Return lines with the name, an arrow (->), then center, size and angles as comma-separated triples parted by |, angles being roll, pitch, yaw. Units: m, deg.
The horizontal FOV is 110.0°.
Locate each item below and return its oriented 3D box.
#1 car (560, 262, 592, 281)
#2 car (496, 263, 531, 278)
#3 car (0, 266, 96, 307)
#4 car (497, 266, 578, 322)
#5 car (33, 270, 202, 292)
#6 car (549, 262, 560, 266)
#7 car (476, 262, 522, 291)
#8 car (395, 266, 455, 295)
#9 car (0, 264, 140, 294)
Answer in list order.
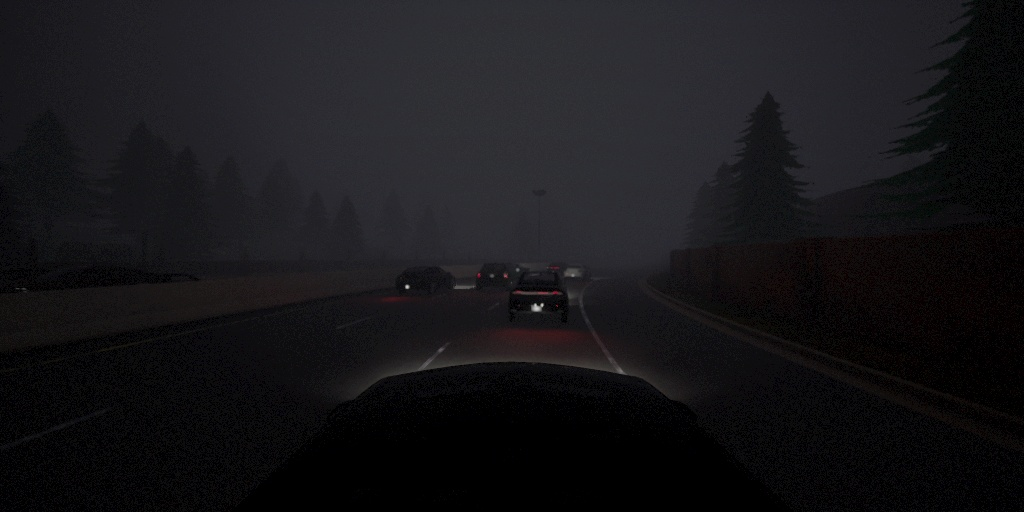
car -> 5.834, 1.402, 31.778 | 1.812, 1.442, 4.674 | 0, 0, 20
car -> 0.239, 1.463, 36.743 | 1.895, 1.301, 4.718 | 0, 0, 22
car -> -20.210, 1.196, 14.057 | 1.837, 1.490, 4.892 | 0, -1, 7
car -> 0.996, 1.281, 12.528 | 2.128, 1.511, 4.902 | 0, 0, 7
car -> -13.271, 1.317, 13.143 | 1.895, 1.301, 4.718 | 0, 0, 7
car -> 5.262, 1.402, 39.452 | 1.837, 1.490, 4.892 | 0, 0, 24
car -> -0.672, 1.164, 22.443 | 2.097, 1.767, 4.553 | 0, 0, 13
car -> -4.754, 1.289, 20.281 | 1.837, 1.490, 4.892 | 0, 0, 11
car -> -16.694, 1.098, 14.041 | 1.882, 1.535, 5.008 | 0, 0, 7
